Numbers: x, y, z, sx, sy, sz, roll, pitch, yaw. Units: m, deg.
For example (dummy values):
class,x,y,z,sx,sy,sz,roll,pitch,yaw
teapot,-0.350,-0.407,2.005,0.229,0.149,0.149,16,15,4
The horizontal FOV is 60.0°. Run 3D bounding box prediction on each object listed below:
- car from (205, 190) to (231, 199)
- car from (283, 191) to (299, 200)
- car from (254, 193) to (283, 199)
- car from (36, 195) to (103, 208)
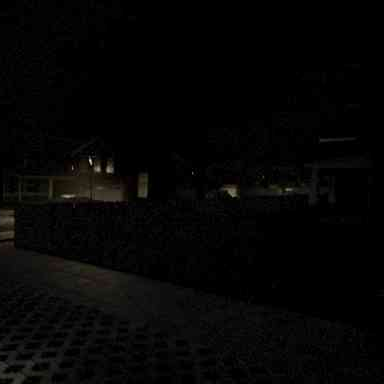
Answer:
class,x,y,z,sx,sy,sz,roll,pitch,yaw
car,2.787,0.540,39.392,2.097,1.767,4.553,3,2,36
car,15.761,0.575,52.717,1.812,1.442,4.674,3,3,35
car,10.110,0.793,44.708,1.895,1.301,4.718,3,2,36
car,-8.691,0.949,23.337,2.033,1.411,5.357,3,2,35
